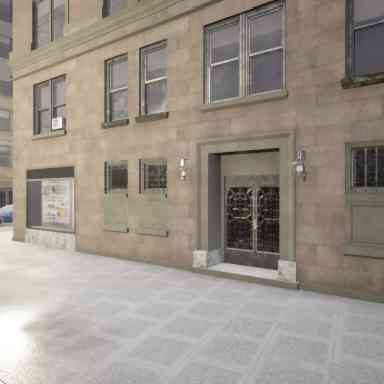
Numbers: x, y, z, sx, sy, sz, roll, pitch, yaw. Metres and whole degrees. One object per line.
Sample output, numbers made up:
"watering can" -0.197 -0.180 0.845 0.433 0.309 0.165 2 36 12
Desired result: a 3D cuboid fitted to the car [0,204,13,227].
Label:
"car" -11.889 1.512 23.033 2.033 1.411 5.357 0 0 39
